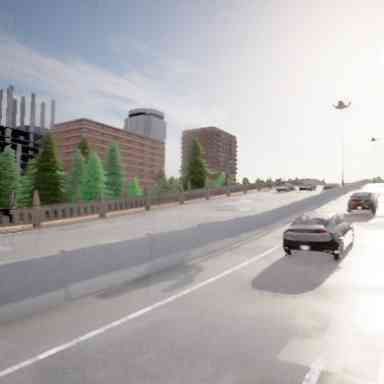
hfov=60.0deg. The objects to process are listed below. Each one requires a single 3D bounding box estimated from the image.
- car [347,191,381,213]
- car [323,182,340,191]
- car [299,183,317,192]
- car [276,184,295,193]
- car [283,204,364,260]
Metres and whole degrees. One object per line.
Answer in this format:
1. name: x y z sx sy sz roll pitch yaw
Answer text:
1. car: 12.999 0.675 25.191 1.837 1.490 4.892 -2 3 33
2. car: 21.833 -0.864 52.006 1.994 1.385 4.181 -2 3 33
3. car: 18.632 -0.706 53.492 1.895 1.301 4.718 -2 3 33
4. car: 15.664 -0.668 55.330 2.033 1.411 5.357 -2 3 34
5. car: 4.965 1.499 12.727 2.128 1.511 4.902 -2 1 33
